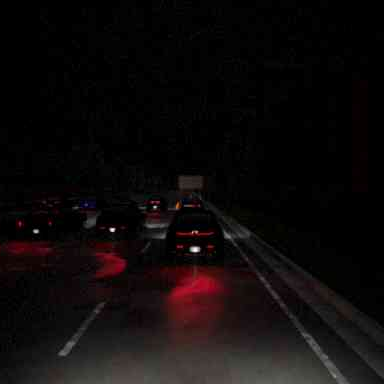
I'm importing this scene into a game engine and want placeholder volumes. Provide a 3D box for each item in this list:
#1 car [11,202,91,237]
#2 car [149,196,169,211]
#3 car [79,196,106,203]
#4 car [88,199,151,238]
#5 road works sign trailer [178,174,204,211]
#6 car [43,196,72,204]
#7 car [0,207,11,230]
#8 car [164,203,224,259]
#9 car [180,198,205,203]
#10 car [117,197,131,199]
[{"bbox_3d":[-6.927,1.429,16.985,1.895,1.301,4.718,0,1,0],"label":"car"},{"bbox_3d":[-3.521,1.161,34.099,1.837,1.490,4.892,0,0,0],"label":"car"},{"bbox_3d":[-10.528,1.120,35.529,1.882,1.535,5.008,0,0,0],"label":"car"},{"bbox_3d":[-3.427,1.336,16.693,1.837,1.490,4.892,0,1,0],"label":"car"},{"bbox_3d":[-0.120,0.156,30.570,2.380,3.560,2.880,0,1,-3],"label":"road works sign trailer"},{"bbox_3d":[-14.039,1.174,34.973,1.812,1.442,4.674,0,0,-1],"label":"car"},{"bbox_3d":[-10.429,1.425,17.376,1.895,1.301,4.718,0,1,0],"label":"car"},{"bbox_3d":[0.090,1.383,12.063,1.837,1.490,4.892,0,1,0],"label":"car"},{"bbox_3d":[0.030,1.216,26.710,2.128,1.511,4.902,1,0,1],"label":"car"},{"bbox_3d":[-7.022,1.216,34.467,1.994,1.385,4.181,0,1,0],"label":"car"}]
